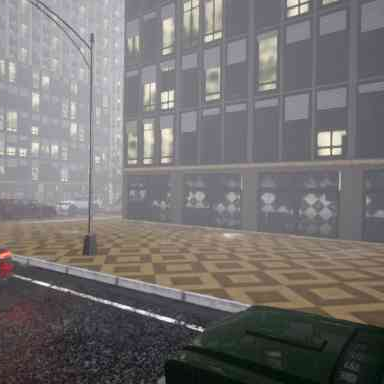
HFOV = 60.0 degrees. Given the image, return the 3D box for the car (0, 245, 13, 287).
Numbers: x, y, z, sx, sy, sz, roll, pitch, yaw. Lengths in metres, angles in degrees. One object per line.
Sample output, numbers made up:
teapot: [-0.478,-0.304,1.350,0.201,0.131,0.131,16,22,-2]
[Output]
car: [-6.093,1.521,7.998,4.674,1.442,1.812,0,0,35]

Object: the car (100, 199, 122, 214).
car: [-8.053,1.829,39.169,1.752,1.417,4.829,1,0,36]

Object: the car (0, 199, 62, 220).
car: [-14.831,1.518,29.944,2.192,1.841,5.009,1,0,36]

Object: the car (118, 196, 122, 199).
car: [-7.518,1.522,44.250,2.150,2.045,5.566,1,0,36]

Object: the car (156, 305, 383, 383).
car: [2.016,1.601,2.248,4.718,1.301,1.895,0,0,35]

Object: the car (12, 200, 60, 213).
car: [-18.348,1.641,39.311,1.752,1.417,4.829,1,0,36]

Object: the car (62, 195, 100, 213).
car: [-13.782,1.416,41.130,2.150,2.045,5.566,1,0,36]
